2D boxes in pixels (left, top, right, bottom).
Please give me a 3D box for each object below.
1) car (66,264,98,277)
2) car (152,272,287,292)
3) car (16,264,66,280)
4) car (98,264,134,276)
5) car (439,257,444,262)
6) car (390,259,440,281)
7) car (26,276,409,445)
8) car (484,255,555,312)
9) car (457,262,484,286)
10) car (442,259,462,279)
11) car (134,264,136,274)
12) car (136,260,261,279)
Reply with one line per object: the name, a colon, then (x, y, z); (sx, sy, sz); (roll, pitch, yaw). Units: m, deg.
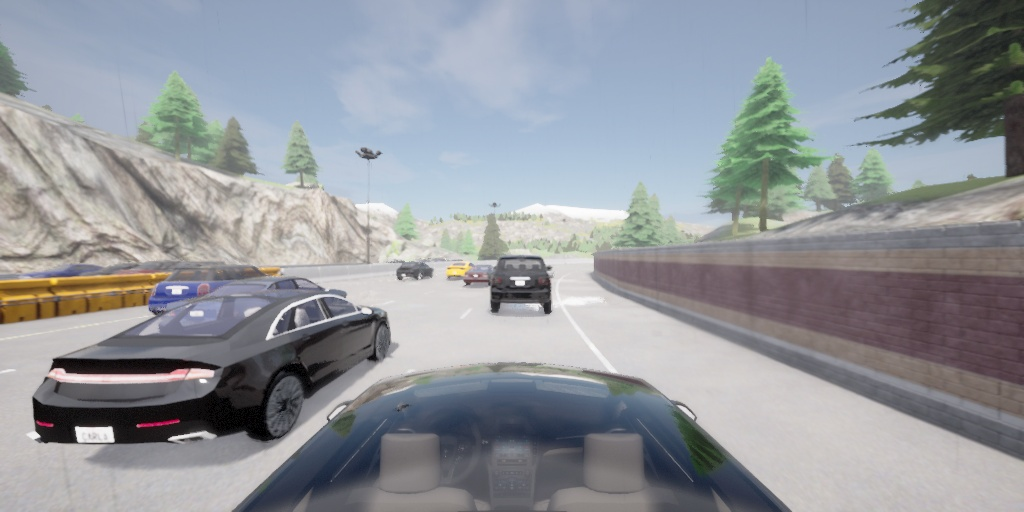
car: (-26.838, 1.260, 24.984); (1.837, 1.490, 4.892); (0, 0, 7)
car: (-6.771, 1.300, 10.306); (2.033, 1.411, 5.357); (0, 0, 2)
car: (-30.385, 1.280, 24.731); (1.812, 1.442, 4.674); (0, 0, 7)
car: (-23.456, 1.107, 23.720); (2.097, 1.767, 4.553); (0, 0, 7)
car: (-10.086, 1.267, 62.593); (1.837, 1.490, 4.892); (0, 0, 22)
car: (-8.125, 1.261, 30.663); (1.837, 1.490, 4.892); (0, 0, 10)
car: (-3.378, 1.242, 5.347); (2.128, 1.511, 4.902); (0, 0, 1)
car: (0.427, 0.974, 14.337); (2.150, 2.045, 5.566); (0, 0, 3)
car: (-1.957, 1.303, 25.248); (2.033, 1.411, 5.357); (0, 0, 8)
car: (-4.293, 1.234, 32.202); (1.882, 1.535, 5.008); (0, 0, 10)
car: (-20.069, 1.106, 22.525); (2.097, 1.767, 4.553); (0, 0, 6)
car: (-10.125, 1.105, 13.061); (2.097, 1.767, 4.553); (0, 0, 3)
